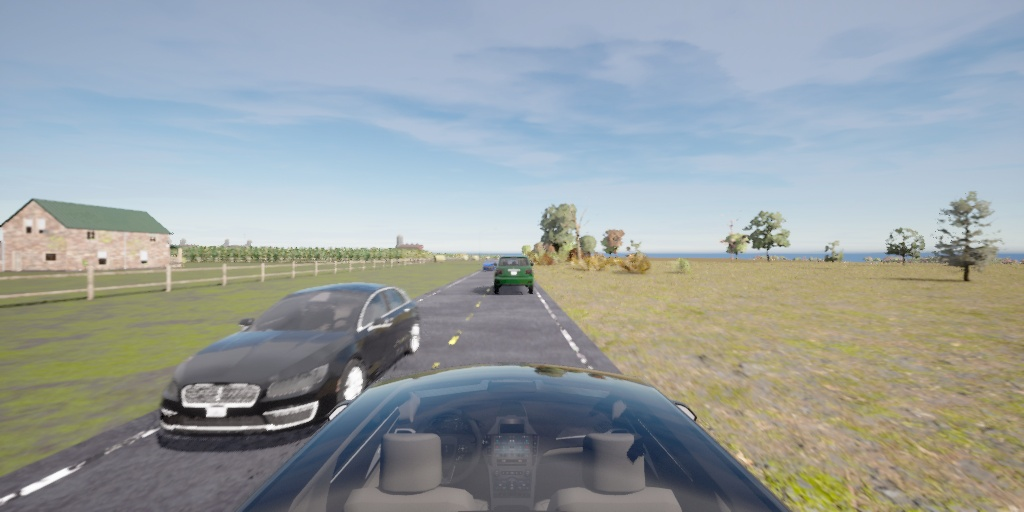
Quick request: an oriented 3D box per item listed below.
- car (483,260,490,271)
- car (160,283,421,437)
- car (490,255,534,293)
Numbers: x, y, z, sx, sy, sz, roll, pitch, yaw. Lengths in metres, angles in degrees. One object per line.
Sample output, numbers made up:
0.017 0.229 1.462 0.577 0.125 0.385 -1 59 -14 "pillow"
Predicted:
-2.837 1.233 47.855 1.882 1.535 5.008 0 0 0 "car"
-2.851 1.253 5.886 1.837 1.490 4.892 0 0 0 "car"
0.097 0.972 20.901 2.150 2.045 5.566 0 0 0 "car"
